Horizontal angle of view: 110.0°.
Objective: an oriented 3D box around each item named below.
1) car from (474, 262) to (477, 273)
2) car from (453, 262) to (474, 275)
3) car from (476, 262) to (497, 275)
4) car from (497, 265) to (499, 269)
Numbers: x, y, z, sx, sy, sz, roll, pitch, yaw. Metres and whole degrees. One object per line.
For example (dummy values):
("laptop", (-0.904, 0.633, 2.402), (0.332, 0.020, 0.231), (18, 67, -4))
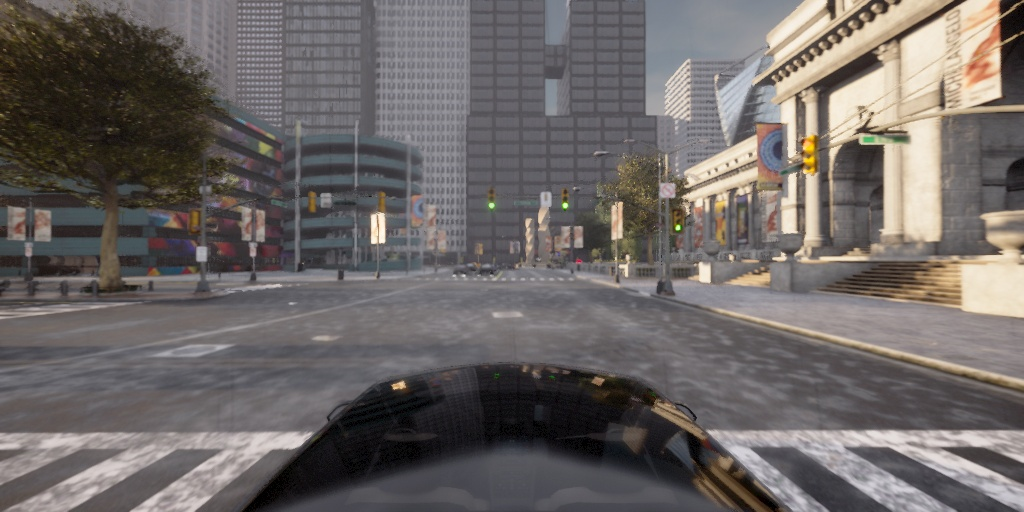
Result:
("car", (-7.073, 1.976, 60.707), (1.882, 1.535, 5.008), (0, -1, 0))
("car", (-7.083, 1.921, 50.881), (2.033, 1.411, 5.357), (0, -1, 0))
("car", (-3.587, 1.853, 51.029), (1.882, 1.535, 5.008), (0, -1, 0))
("car", (-3.590, 2.016, 60.061), (1.812, 1.442, 4.674), (0, -1, 0))
